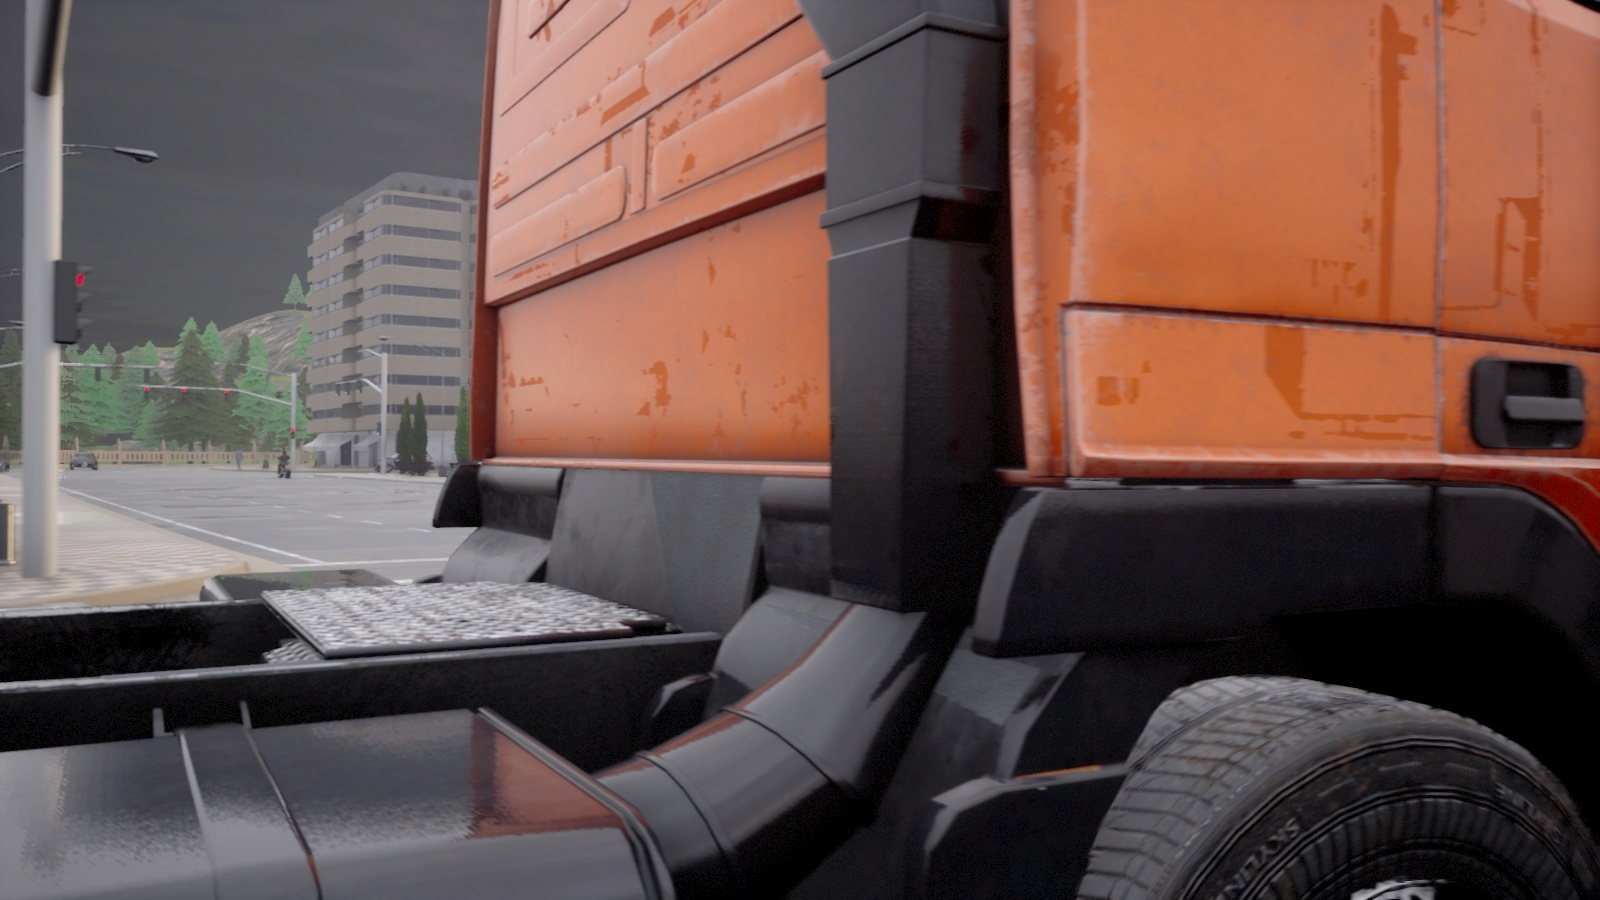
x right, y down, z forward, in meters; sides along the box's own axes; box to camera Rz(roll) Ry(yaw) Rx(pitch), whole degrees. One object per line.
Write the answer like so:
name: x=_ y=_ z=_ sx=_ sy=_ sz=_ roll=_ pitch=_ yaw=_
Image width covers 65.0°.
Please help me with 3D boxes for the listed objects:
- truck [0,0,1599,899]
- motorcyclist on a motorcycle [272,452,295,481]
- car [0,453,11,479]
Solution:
truck: x=-1.854 y=-0.232 z=1.794 sx=7.936 sy=3.462 sz=2.891 roll=0 pitch=0 yaw=-29
motorcyclist on a motorcycle: x=-29.689 y=0.957 z=72.149 sx=0.766 sy=1.649 sz=2.350 roll=0 pitch=-1 yaw=-34
car: x=-49.108 y=0.970 z=73.501 sx=4.902 sy=1.511 sz=2.128 roll=-1 pitch=0 yaw=-35
